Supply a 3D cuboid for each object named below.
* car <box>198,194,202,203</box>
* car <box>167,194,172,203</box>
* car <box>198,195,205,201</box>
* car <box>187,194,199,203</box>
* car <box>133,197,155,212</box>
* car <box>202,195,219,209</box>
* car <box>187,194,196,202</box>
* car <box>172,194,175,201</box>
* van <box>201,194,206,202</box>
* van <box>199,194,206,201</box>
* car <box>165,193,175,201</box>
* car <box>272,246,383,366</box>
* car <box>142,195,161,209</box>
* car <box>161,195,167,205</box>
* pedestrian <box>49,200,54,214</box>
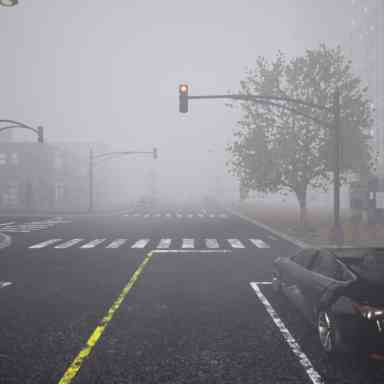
[{"bbox_3d":[2.625,1.556,60.483,2.008,1.369,4.403,0,0,0],"label":"car"},{"bbox_3d":[-5.767,1.531,71.404,1.752,1.417,4.829,0,0,0],"label":"car"},{"bbox_3d":[2.594,1.534,88.408,1.752,1.417,4.829,0,0,0],"label":"car"},{"bbox_3d":[0.009,1.570,67.531,1.994,1.385,4.181,0,0,1],"label":"car"},{"bbox_3d":[-5.729,1.584,38.267,1.802,1.307,4.206,0,0,0],"label":"car"},{"bbox_3d":[2.644,1.528,44.000,1.752,1.417,4.829,0,0,0],"label":"car"},{"bbox_3d":[-0.088,1.362,79.487,2.097,1.767,4.553,0,0,0],"label":"car"},{"bbox_3d":[-5.780,1.558,82.675,2.008,1.369,4.403,0,0,0],"label":"car"},{"bbox_3d":[2.639,1.345,49.382,1.690,1.788,3.998,0,0,0],"label":"van"},{"bbox_3d":[2.602,1.349,82.687,1.690,1.788,3.998,0,0,0],"label":"van"},{"bbox_3d":[-5.786,1.324,88.227,2.192,1.841,5.009,0,0,0],"label":"car"},{"bbox_3d":[2.688,1.566,5.801,1.947,1.339,4.313,0,0,0],"label":"car"},{"bbox_3d":[-5.735,1.318,43.818,2.192,1.841,5.009,0,0,0],"label":"car"},{"bbox_3d":[-5.748,1.555,54.921,2.008,1.369,4.403,0,0,0],"label":"car"},{"bbox_3d":[-12.783,1.318,30.262,0.375,1.300,0.375,0,-1,-1],"label":"pedestrian"}]
